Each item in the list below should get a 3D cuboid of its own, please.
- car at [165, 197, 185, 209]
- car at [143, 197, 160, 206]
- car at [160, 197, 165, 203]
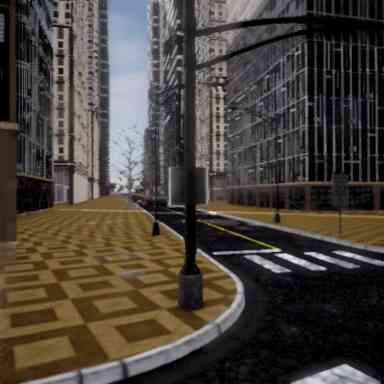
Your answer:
[{"bbox_3d":[-1.900,1.448,43.299,1.812,1.442,4.674,0,0,-12],"label":"car"},{"bbox_3d":[-6.570,1.467,51.538,1.994,1.385,4.181,0,0,-12],"label":"car"},{"bbox_3d":[-5.072,1.474,57.466,1.895,1.301,4.718,0,0,-13],"label":"car"}]
